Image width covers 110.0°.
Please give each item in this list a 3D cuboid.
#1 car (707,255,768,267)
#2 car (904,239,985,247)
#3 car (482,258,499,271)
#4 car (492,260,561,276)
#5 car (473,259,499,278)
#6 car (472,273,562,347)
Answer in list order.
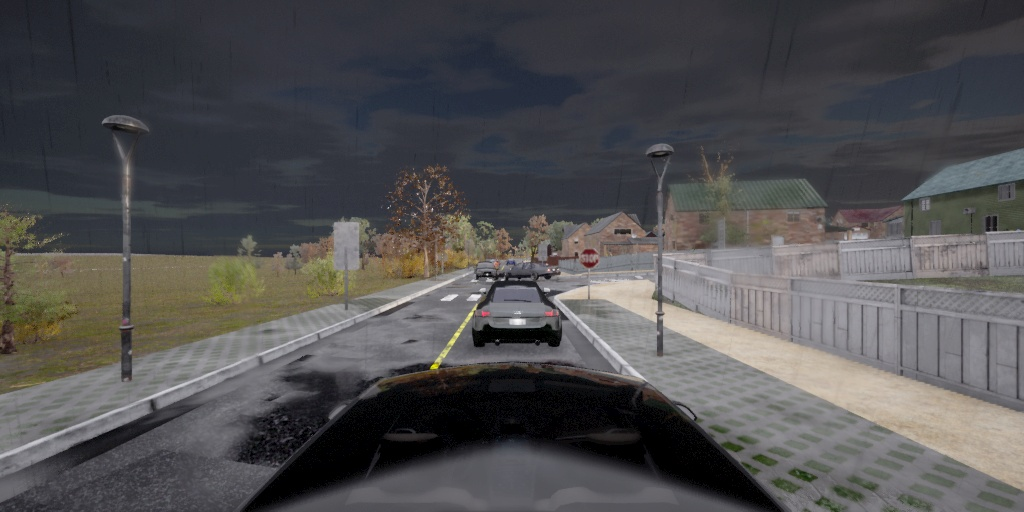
[{"bbox_3d":[14.329,0.413,22.753,4.181,1.385,1.994,-3,0,16],"label":"car"},{"bbox_3d":[23.837,-0.208,20.357,4.902,1.511,2.128,-3,0,14],"label":"car"},{"bbox_3d":[-2.984,1.121,51.057,2.097,1.767,4.553,0,0,0],"label":"car"},{"bbox_3d":[1.263,1.198,28.340,5.357,1.411,2.033,-4,-3,43],"label":"car"},{"bbox_3d":[-2.332,1.258,31.241,1.837,1.490,4.892,0,0,-8],"label":"car"},{"bbox_3d":[0.081,1.313,9.322,1.994,1.385,4.181,0,0,-1],"label":"car"}]
